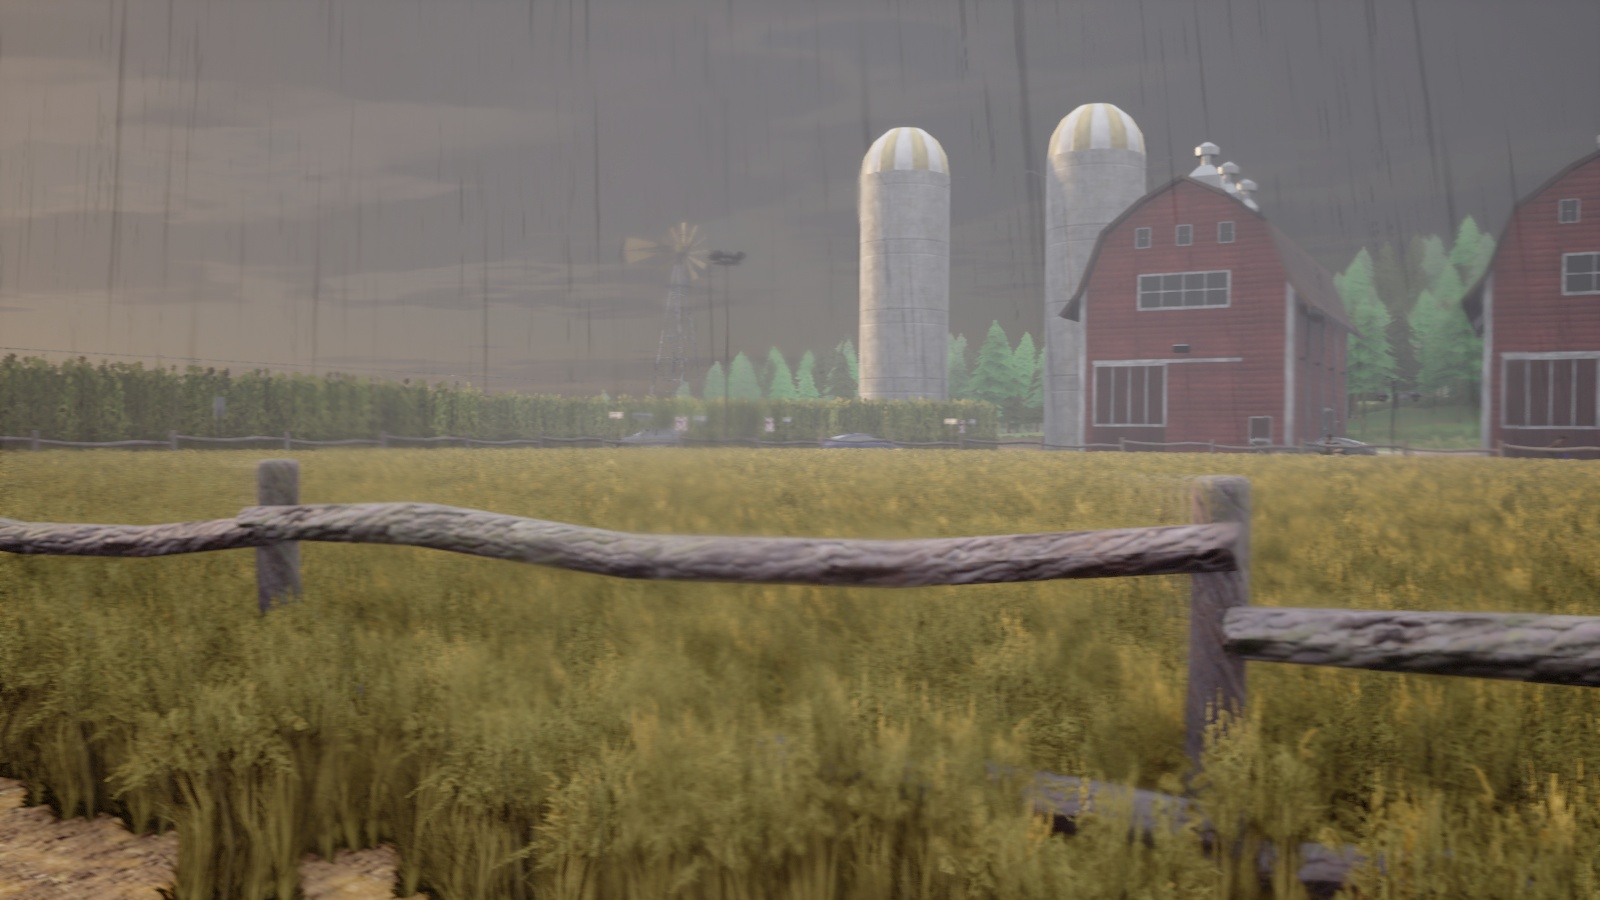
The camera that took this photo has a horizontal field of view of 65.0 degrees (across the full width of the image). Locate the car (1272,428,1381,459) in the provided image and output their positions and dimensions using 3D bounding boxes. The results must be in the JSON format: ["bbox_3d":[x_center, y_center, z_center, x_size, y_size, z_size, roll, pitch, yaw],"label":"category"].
[{"bbox_3d":[25.218,-0.330,60.148,4.674,1.442,1.812,0,1,27],"label":"car"}]

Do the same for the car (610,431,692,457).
[{"bbox_3d":[-9.686,-0.402,81.548,4.856,1.649,2.033,-1,0,-24],"label":"car"}]

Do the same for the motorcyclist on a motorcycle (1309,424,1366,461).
[{"bbox_3d":[24.260,-0.348,56.692,2.350,1.649,0.766,0,1,27],"label":"motorcyclist on a motorcycle"}]

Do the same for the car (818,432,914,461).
[{"bbox_3d":[3.444,-0.203,65.535,4.674,1.442,1.812,-1,1,-18],"label":"car"}]
